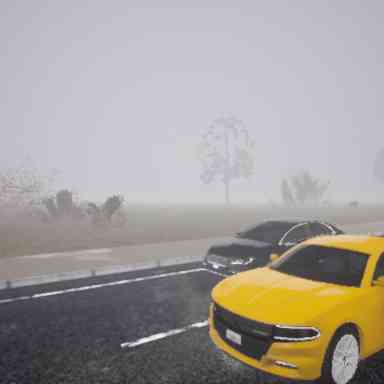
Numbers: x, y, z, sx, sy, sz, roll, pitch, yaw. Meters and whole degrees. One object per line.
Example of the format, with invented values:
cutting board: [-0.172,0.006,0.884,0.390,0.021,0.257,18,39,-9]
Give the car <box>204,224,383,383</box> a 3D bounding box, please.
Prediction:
car: [2.546,1.500,5.488,5.008,1.535,1.882,0,0,-35]

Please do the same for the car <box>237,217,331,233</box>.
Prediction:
car: [2.558,1.530,9.477,4.892,1.490,1.837,-1,1,-35]
